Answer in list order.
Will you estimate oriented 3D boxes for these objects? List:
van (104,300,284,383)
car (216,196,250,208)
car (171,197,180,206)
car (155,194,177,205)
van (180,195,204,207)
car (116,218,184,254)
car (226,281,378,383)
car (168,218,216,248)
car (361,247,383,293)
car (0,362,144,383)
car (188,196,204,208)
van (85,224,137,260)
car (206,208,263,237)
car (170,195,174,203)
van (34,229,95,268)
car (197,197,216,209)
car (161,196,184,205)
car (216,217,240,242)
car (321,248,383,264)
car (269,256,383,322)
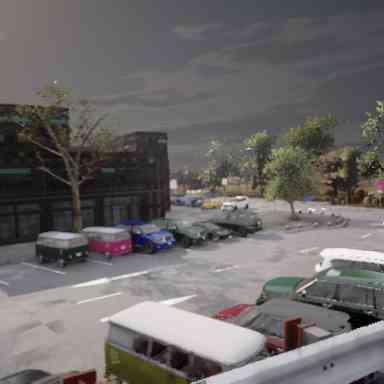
[{"bbox_3d":[-0.054,4.026,7.792,4.442,1.987,1.878,0,4,38],"label":"van"},{"bbox_3d":[6.683,1.834,50.593,2.435,2.045,5.566,0,4,39],"label":"car"},{"bbox_3d":[-0.936,1.858,63.559,2.097,1.535,5.008,0,4,40],"label":"car"},{"bbox_3d":[-5.495,1.597,71.339,2.185,1.767,4.553,0,4,40],"label":"car"},{"bbox_3d":[0.499,1.687,60.867,1.878,1.987,4.442,0,4,39],"label":"van"},{"bbox_3d":[-3.796,3.388,25.539,5.566,2.045,2.435,-2,2,38],"label":"car"},{"bbox_3d":[2.436,3.944,9.438,4.553,1.767,2.185,0,4,38],"label":"car"},{"bbox_3d":[-1.289,3.210,27.103,5.566,2.045,2.435,-1,2,38],"label":"car"},{"bbox_3d":[10.123,3.550,14.260,4.792,1.488,2.163,0,4,38],"label":"car"},{"bbox_3d":[-2.696,4.435,6.268,4.892,1.521,2.231,0,4,38],"label":"car"},{"bbox_3d":[2.106,1.989,58.386,2.002,1.452,4.674,-1,4,39],"label":"car"},{"bbox_3d":[-6.419,3.596,24.056,4.442,1.987,1.878,-1,3,38],"label":"van"},{"bbox_3d":[3.668,2.854,30.252,5.566,2.045,2.435,-1,3,38],"label":"car"},{"bbox_3d":[-2.501,1.691,66.120,2.185,1.767,4.553,-1,4,39],"label":"car"},{"bbox_3d":[-8.925,3.775,22.492,4.442,1.987,1.878,-2,3,38],"label":"van"},{"bbox_3d":[3.757,1.976,55.944,1.946,1.575,5.366,-1,3,39],"label":"car"},{"bbox_3d":[-3.991,1.809,68.736,2.002,1.452,4.674,-1,4,40],"label":"car"},{"bbox_3d":[1.232,3.311,28.687,4.792,1.488,2.163,-2,2,38],"label":"car"},{"bbox_3d":[7.554,3.453,12.645,5.566,2.045,2.435,0,4,38],"label":"car"},{"bbox_3d":[4.941,3.636,11.062,5.566,2.045,2.435,0,4,38],"label":"car"}]
